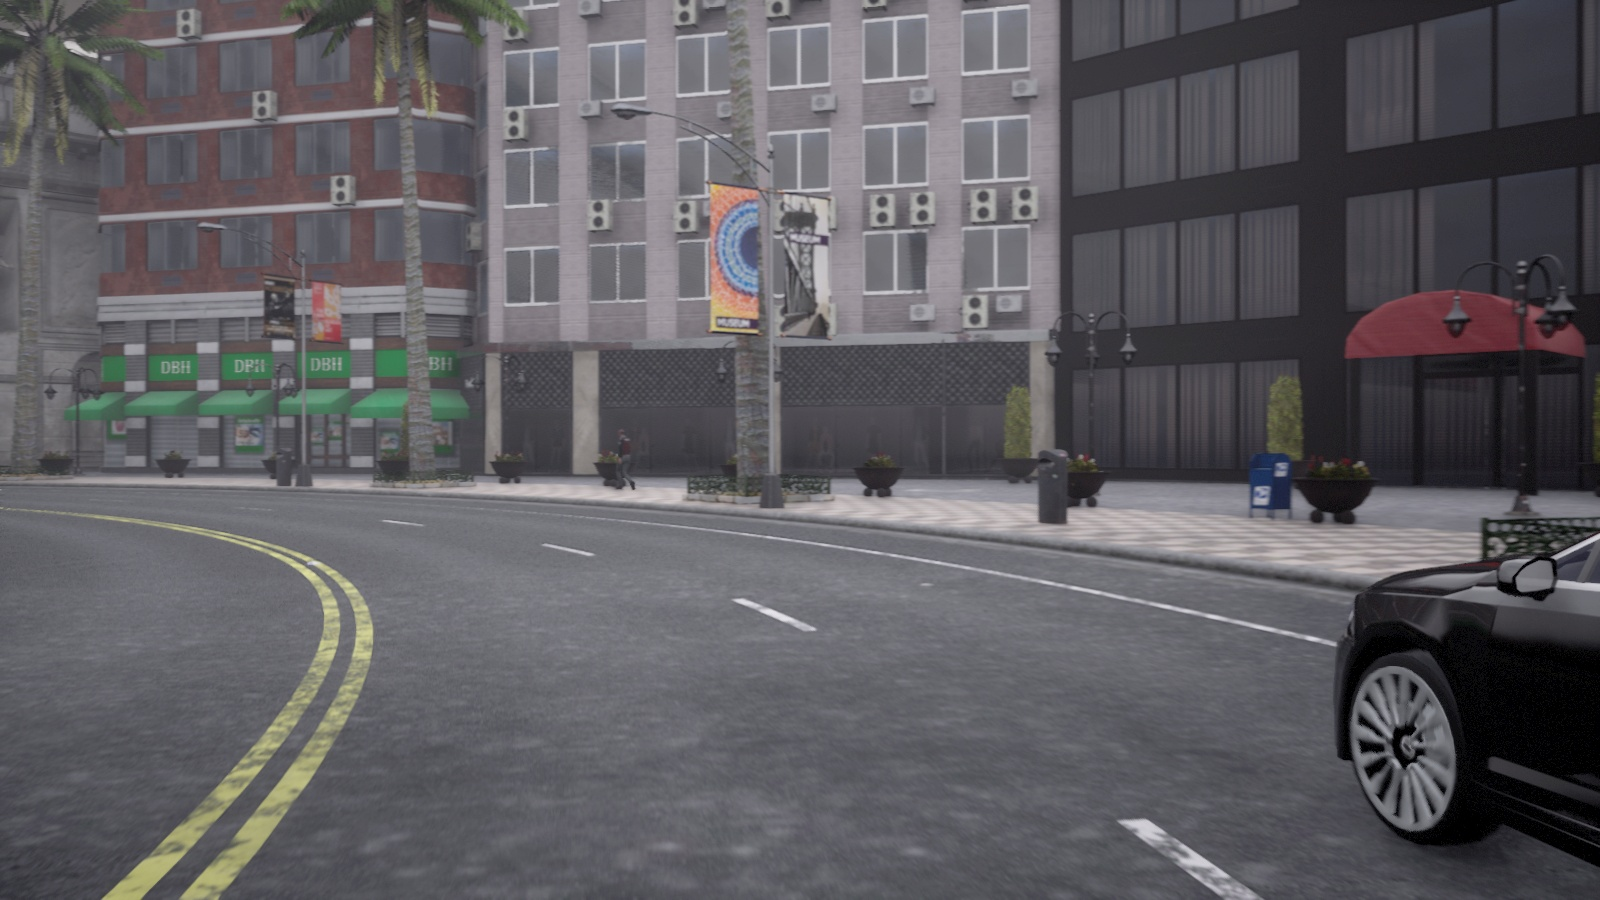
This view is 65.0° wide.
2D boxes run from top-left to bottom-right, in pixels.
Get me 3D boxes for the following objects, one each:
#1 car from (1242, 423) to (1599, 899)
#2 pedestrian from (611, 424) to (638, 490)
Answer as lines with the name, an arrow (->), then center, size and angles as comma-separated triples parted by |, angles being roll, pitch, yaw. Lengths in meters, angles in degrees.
car -> 3.250, 0.683, 3.260 | 2.128, 1.511, 4.902 | 0, 0, -5
pedestrian -> -5.005, 0.203, 35.897 | 0.720, 1.854, 0.376 | 0, 0, 40
